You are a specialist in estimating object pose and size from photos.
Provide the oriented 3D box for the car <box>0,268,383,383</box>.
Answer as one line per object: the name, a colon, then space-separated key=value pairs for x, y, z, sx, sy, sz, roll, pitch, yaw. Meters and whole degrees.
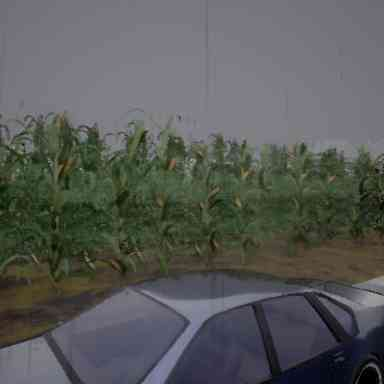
car: x=0.074 y=1.555 z=3.123 sx=5.357 sy=1.411 sz=2.033 roll=0 pitch=0 yaw=-35
